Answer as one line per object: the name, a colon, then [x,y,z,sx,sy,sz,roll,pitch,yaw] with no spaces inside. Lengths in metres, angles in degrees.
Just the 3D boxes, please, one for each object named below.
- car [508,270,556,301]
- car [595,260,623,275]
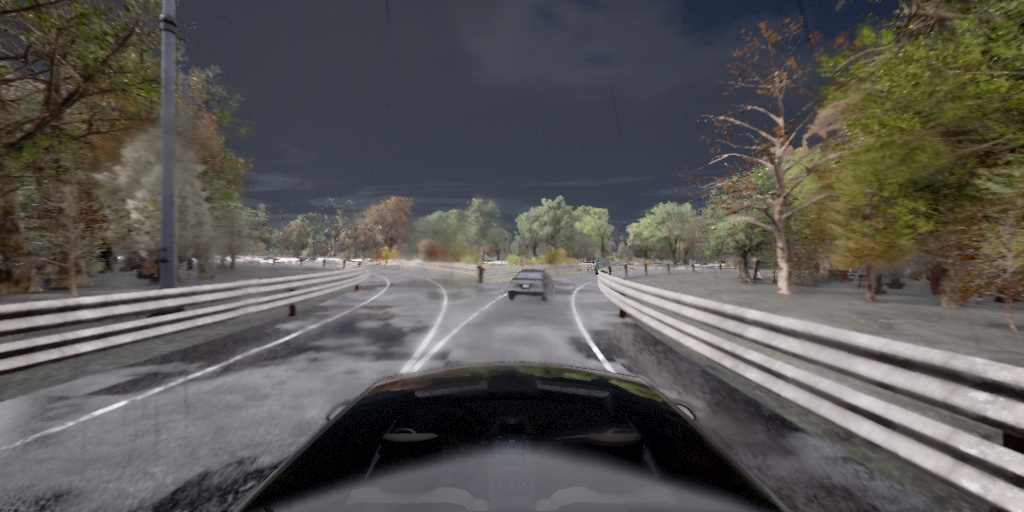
car: [1.122,1.398,18.101,2.033,1.411,5.357,2,0,12]
car: [13.353,1.545,49.312,2.150,2.045,5.566,-2,-2,36]
